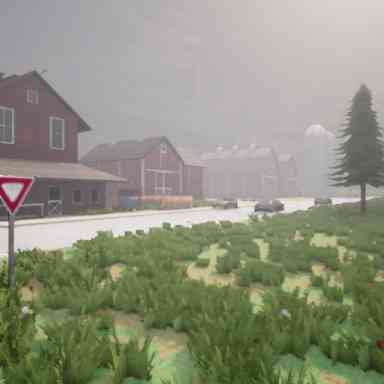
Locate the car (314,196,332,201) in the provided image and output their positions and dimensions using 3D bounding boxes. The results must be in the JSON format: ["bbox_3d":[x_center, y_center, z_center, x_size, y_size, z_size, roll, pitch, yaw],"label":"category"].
[{"bbox_3d":[20.437,1.335,51.780,2.128,1.511,4.902,0,0,36],"label":"car"}]

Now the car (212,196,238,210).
[{"bbox_3d":[4.044,1.294,40.147,1.816,1.474,4.193,7,4,33],"label":"car"}]

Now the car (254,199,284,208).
[{"bbox_3d":[8.073,1.410,34.480,1.994,1.385,4.181,0,0,36],"label":"car"}]
